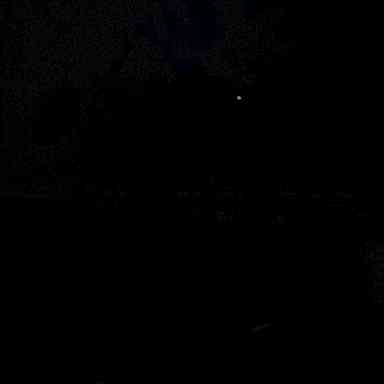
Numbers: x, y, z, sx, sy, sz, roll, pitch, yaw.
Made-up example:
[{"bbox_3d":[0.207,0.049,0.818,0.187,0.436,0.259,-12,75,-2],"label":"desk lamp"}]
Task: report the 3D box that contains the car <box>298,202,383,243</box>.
[{"bbox_3d":[7.183,1.246,15.027,2.128,1.511,4.902,-2,2,-36],"label":"car"}]
